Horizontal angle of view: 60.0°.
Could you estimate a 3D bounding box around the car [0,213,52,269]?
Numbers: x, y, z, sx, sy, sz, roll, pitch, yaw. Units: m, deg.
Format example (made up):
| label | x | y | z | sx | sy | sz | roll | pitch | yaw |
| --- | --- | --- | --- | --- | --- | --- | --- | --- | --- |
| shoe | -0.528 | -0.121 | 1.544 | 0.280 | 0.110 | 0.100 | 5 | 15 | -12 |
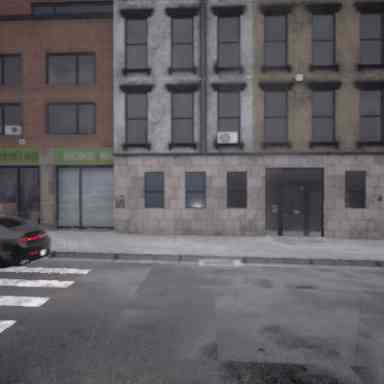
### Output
| label | x | y | z | sx | sy | sz | roll | pitch | yaw |
| --- | --- | --- | --- | --- | --- | --- | --- | --- | --- |
| car | -6.299 | 1.287 | 8.811 | 4.892 | 1.490 | 1.837 | 1 | 0 | 3 |
